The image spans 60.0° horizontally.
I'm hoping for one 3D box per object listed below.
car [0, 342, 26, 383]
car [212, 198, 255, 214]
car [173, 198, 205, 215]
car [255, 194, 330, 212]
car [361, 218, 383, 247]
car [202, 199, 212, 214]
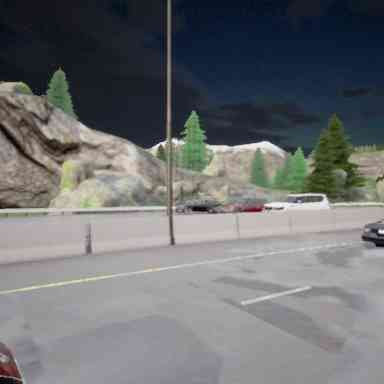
[{"bbox_3d":[-3.124,1.344,1.394,4.553,1.767,2.097,0,0,-36],"label":"car"},{"bbox_3d":[4.315,1.269,26.867,4.553,1.767,2.097,0,0,-27],"label":"car"},{"bbox_3d":[0.518,1.388,32.772,4.902,1.511,2.128,0,0,-28],"label":"car"},{"bbox_3d":[7.794,1.145,24.786,5.566,2.045,2.150,0,0,-27],"label":"car"},{"bbox_3d":[9.186,1.508,13.430,5.357,1.411,2.033,0,0,-29],"label":"car"},{"bbox_3d":[3.461,1.469,30.368,4.181,1.385,1.994,0,0,-27],"label":"car"}]
